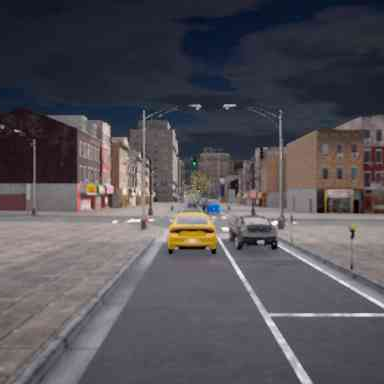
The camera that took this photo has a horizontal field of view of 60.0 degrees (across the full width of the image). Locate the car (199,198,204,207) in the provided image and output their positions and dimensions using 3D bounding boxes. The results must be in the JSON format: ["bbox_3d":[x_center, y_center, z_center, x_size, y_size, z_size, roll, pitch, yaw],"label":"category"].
[{"bbox_3d":[2.651,1.982,52.485,2.192,1.841,5.009,-1,-1,0],"label":"car"}]

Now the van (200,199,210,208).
[{"bbox_3d":[2.660,2.281,68.353,1.690,1.788,3.998,-1,-1,0],"label":"van"}]

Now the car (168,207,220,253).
[{"bbox_3d":[0.005,1.626,14.490,1.882,1.535,5.008,0,0,0],"label":"car"}]

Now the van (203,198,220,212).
[{"bbox_3d":[2.645,1.847,41.904,1.690,1.788,3.998,-1,-1,0],"label":"van"}]

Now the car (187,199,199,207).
[{"bbox_3d":[0.045,2.510,66.669,1.895,1.301,4.718,0,-1,0],"label":"car"}]

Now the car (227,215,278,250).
[{"bbox_3d":[2.635,1.705,14.945,2.008,1.369,4.403,-1,-1,0],"label":"car"}]

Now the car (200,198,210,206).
[{"bbox_3d":[3.034,2.396,80.449,2.150,2.045,5.566,0,-1,0],"label":"car"}]

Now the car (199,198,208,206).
[{"bbox_3d":[3.039,2.536,87.451,2.150,2.045,5.566,0,-1,0],"label":"car"}]

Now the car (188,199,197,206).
[{"bbox_3d":[0.054,2.561,82.264,2.128,1.511,4.902,0,-1,0],"label":"car"}]

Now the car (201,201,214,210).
[{"bbox_3d":[2.659,2.306,57.769,2.008,1.369,4.403,-1,-1,0],"label":"car"}]
